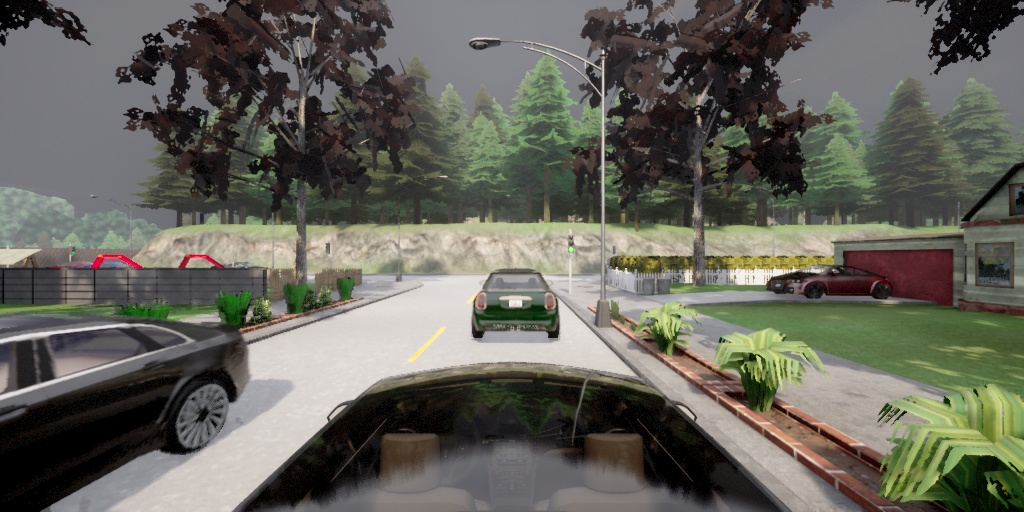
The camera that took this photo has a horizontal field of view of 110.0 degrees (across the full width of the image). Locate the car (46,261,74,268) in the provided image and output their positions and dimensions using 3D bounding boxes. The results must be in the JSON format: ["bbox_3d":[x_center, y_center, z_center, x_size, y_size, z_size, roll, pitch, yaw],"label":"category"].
[{"bbox_3d":[-42.958,1.233,35.412,5.008,1.535,1.882,0,0,1],"label":"car"}]

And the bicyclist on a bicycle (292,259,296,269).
[{"bbox_3d":[-23.719,1.105,39.529,0.582,1.620,1.656,0,0,1],"label":"bicyclist on a bicycle"}]

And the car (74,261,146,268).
[{"bbox_3d":[-34.338,1.232,31.244,5.008,1.535,1.882,0,0,1],"label":"car"}]

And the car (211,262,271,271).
[{"bbox_3d":[-23.400,1.246,31.128,4.902,1.511,2.128,0,0,1],"label":"car"}]

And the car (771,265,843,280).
[{"bbox_3d":[28.587,1.233,34.837,5.008,1.535,1.882,0,0,1],"label":"car"}]

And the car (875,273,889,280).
[{"bbox_3d":[38.785,1.107,34.727,4.553,1.767,2.097,0,0,0],"label":"car"}]

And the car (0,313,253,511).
[{"bbox_3d":[-4.096,1.241,2.320,2.128,1.511,4.902,0,0,1],"label":"car"}]

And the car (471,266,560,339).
[{"bbox_3d":[0.115,1.103,10.287,2.097,1.767,4.553,0,0,1],"label":"car"}]
